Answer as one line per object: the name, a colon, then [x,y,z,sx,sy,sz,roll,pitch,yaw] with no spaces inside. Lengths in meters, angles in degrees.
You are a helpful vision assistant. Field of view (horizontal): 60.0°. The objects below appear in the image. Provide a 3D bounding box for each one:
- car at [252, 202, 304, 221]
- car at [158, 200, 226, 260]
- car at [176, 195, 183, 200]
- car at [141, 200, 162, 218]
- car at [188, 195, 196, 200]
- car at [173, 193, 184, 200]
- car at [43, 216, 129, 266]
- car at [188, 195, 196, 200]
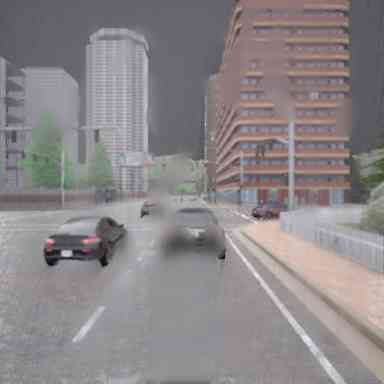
car: [6.973,1.523,26.807,4.181,1.385,1.994,0,0,-12]
car: [0.077,1.359,12.608,2.097,1.767,4.553,0,0,0]
car: [-3.494,1.531,93.448,1.837,1.490,4.892,0,0,0]
car: [-3.414,1.496,29.946,2.128,1.511,4.902,0,0,0]
car: [0.005,1.563,84.449,1.812,1.442,4.674,0,0,0]
car: [-3.495,1.263,83.626,2.150,2.045,5.566,0,0,0]
car: [-3.425,1.532,11.430,1.812,1.442,4.674,0,0,0]
car: [0.006,1.556,93.448,2.128,1.511,4.902,0,0,0]
